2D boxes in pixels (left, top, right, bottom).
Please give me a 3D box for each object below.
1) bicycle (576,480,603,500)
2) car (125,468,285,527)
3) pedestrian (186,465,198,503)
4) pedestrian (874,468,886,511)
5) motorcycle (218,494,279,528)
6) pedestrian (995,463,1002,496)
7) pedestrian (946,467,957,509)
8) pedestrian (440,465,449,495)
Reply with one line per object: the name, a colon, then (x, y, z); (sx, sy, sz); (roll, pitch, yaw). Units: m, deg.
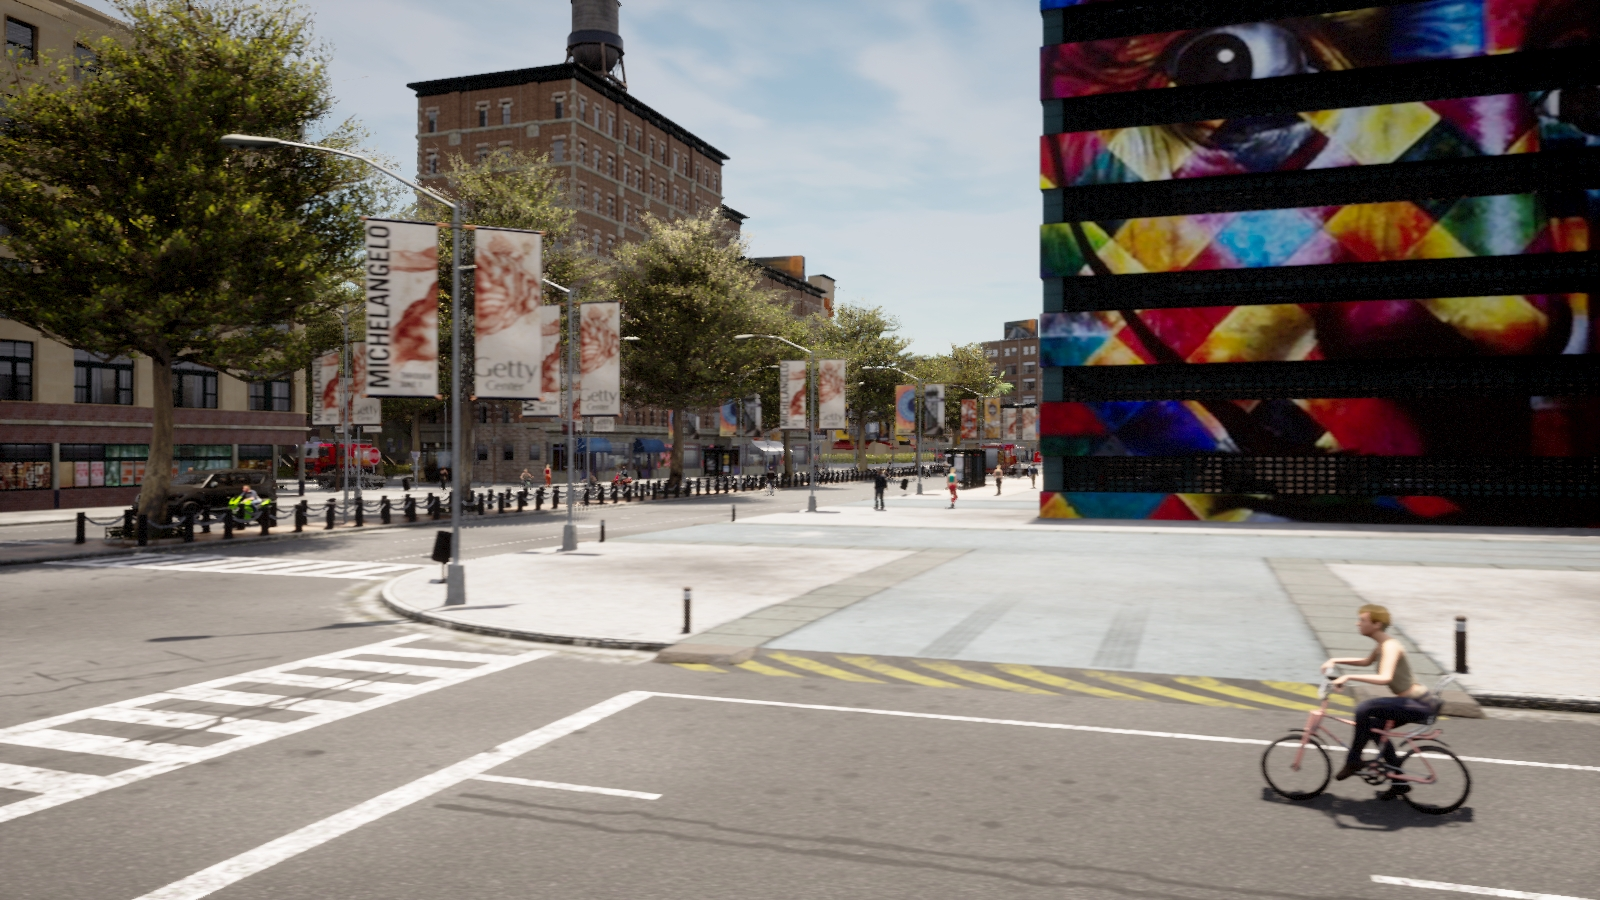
bicycle: (-11.997, 2.258, 65.093); (0.859, 1.080, 1.487); (0, 0, 19)
car: (-22.976, 1.781, 44.428); (2.150, 2.045, 5.566); (0, 0, 19)
pedestrian: (-30.150, 1.697, 56.646); (0.375, 1.860, 0.375); (0, 0, 20)
pedestrian: (3.457, 1.697, 49.367); (0.375, 1.860, 0.375); (0, 0, 33)
motorcycle: (-20.182, 2.214, 41.845); (0.803, 1.145, 2.033); (0, 0, 20)
pedestrian: (11.485, 1.698, 66.077); (0.375, 1.860, 0.375); (0, 0, 20)
pedestrian: (6.796, 1.698, 51.381); (0.375, 1.860, 0.375); (0, 0, 31)
pedestrian: (-21.817, 1.841, 70.121); (0.375, 1.860, 0.375); (0, 0, 26)
